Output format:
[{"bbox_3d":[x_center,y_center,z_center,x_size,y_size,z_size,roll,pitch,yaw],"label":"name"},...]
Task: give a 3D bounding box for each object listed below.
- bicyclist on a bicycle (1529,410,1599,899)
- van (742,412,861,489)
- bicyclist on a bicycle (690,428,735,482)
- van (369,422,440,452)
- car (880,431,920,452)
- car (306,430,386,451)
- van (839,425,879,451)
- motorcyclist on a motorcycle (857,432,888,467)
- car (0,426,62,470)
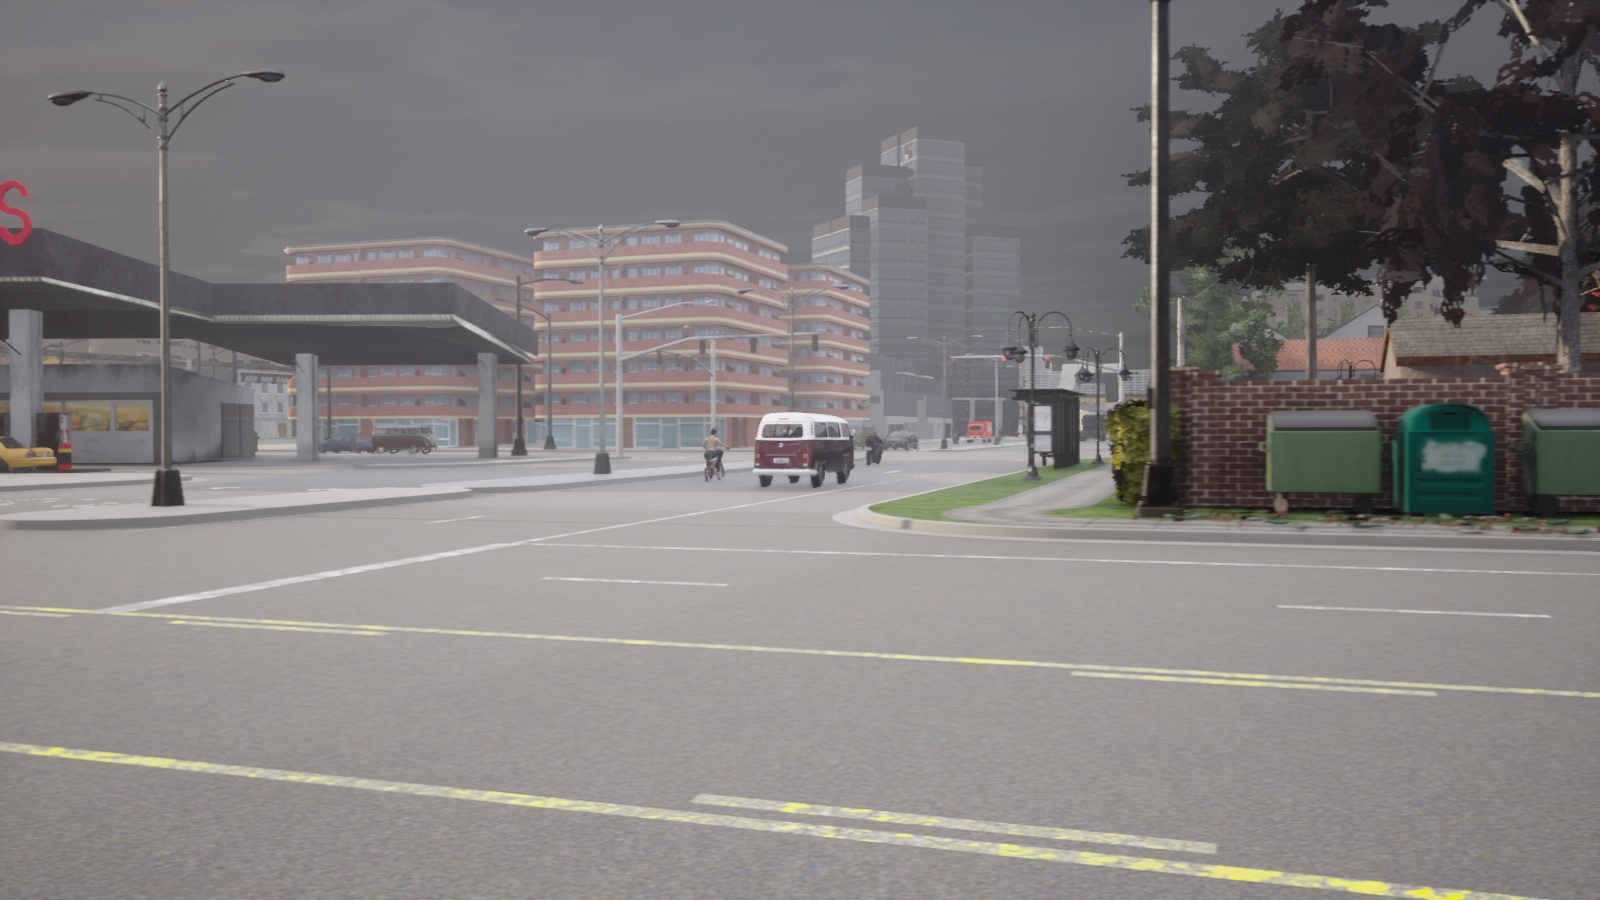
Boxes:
[{"bbox_3d":[2.354,0.734,2.395,1.509,1.612,0.866,1,1,18],"label":"bicyclist on a bicycle"},{"bbox_3d":[0.129,-0.021,35.682,2.069,2.038,4.480,1,1,18],"label":"van"},{"bbox_3d":[-2.653,0.139,38.397,0.866,1.612,1.509,1,1,18],"label":"bicyclist on a bicycle"},{"bbox_3d":[-26.884,-0.887,85.373,4.442,1.987,1.775,1,1,17],"label":"van"},{"bbox_3d":[7.575,-0.657,94.603,1.837,1.490,4.892,1,2,18],"label":"car"},{"bbox_3d":[-32.875,-0.703,90.928,5.357,1.411,2.033,1,1,17],"label":"car"},{"bbox_3d":[4.556,-0.942,96.155,1.775,1.987,4.442,1,1,20],"label":"van"},{"bbox_3d":[3.263,-0.026,56.233,0.866,1.530,2.191,1,1,18],"label":"motorcyclist on a motorcycle"},{"bbox_3d":[-30.590,-0.093,46.532,5.366,1.575,1.801,0,1,-4],"label":"car"}]
